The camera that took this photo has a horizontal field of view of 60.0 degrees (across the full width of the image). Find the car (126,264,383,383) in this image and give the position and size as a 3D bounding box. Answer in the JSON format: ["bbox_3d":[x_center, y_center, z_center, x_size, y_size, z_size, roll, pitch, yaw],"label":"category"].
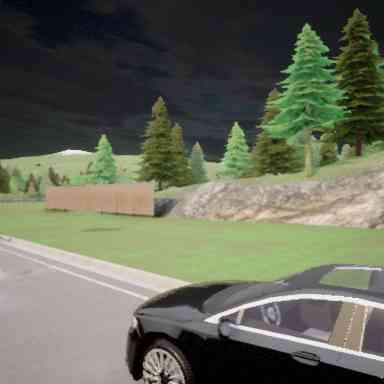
[{"bbox_3d":[1.432,1.500,3.198,4.902,1.511,2.128,0,0,37],"label":"car"}]
